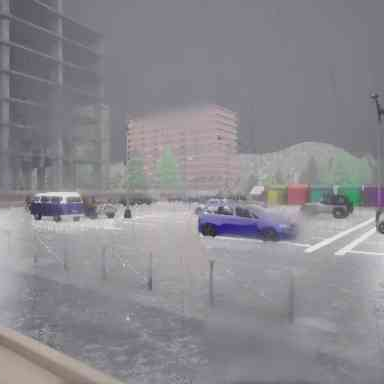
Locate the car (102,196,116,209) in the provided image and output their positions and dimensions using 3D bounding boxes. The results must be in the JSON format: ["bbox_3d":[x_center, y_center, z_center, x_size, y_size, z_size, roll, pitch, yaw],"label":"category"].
[{"bbox_3d":[-11.548,1.439,53.878,2.128,1.511,4.902,0,0,35],"label":"car"}]

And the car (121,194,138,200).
[{"bbox_3d":[-16.124,1.284,85.798,1.851,1.617,3.988,0,0,36],"label":"car"}]

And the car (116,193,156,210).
[{"bbox_3d":[-8.674,1.202,51.879,2.150,2.045,5.566,0,0,35],"label":"car"}]

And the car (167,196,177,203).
[{"bbox_3d":[-2.879,1.429,66.119,1.882,1.535,5.008,0,0,35],"label":"car"}]

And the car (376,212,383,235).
[{"bbox_3d":[11.021,1.393,15.919,3.806,1.475,1.970,0,0,36],"label":"car"}]

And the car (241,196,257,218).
[{"bbox_3d":[3.814,1.362,31.767,3.905,1.438,1.784,0,0,36],"label":"car"}]

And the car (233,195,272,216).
[{"bbox_3d":[5.339,1.152,33.976,4.605,1.855,1.932,0,0,36],"label":"car"}]

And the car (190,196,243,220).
[{"bbox_3d":[2.124,1.394,29.417,3.806,1.475,1.970,0,0,36],"label":"car"}]

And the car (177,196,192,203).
[{"bbox_3d":[-0.023,1.439,64.097,2.128,1.511,4.902,0,0,35],"label":"car"}]

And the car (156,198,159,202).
[{"bbox_3d":[-8.625,1.546,64.061,2.033,1.411,5.357,0,0,35],"label":"car"}]

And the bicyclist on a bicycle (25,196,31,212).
[{"bbox_3d":[-16.618,1.246,33.940,1.656,1.620,0.582,0,0,35],"label":"bicyclist on a bicycle"}]
